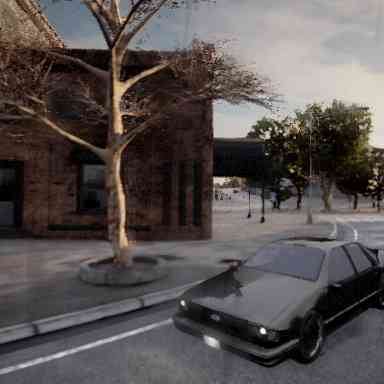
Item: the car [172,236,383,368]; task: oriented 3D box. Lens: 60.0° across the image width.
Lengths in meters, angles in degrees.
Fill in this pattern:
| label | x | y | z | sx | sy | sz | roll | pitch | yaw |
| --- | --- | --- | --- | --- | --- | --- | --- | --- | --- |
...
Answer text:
| label | x | y | z | sx | sy | sz | roll | pitch | yaw |
| --- | --- | --- | --- | --- | --- | --- | --- | --- | --- |
| car | 2.178 | 1.588 | 6.208 | 5.357 | 1.411 | 2.033 | 0 | 0 | -44 |
